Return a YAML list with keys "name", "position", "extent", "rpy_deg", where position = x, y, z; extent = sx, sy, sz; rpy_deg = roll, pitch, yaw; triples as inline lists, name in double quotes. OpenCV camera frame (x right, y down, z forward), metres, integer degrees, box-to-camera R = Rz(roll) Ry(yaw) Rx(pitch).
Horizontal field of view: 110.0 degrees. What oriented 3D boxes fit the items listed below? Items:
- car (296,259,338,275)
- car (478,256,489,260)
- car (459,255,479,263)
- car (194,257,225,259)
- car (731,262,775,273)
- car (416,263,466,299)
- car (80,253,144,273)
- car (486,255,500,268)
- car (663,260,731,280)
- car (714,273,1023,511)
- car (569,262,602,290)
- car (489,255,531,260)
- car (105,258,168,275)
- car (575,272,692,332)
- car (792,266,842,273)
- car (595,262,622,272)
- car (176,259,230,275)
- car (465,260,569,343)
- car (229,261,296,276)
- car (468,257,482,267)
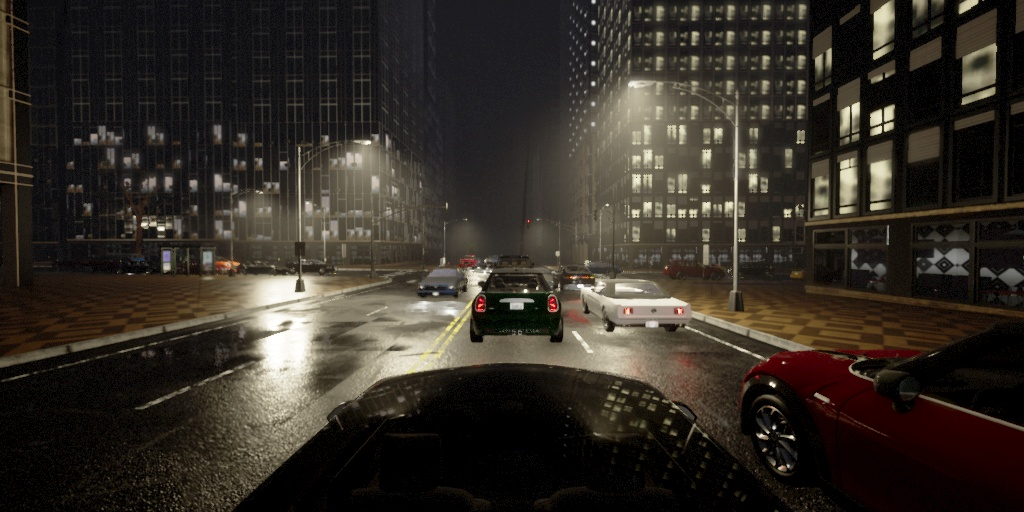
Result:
- name: "car"
  position: [-19.774, 1.070, 35.388]
  extent: [4.902, 1.511, 2.128]
  rpy_deg: [1, 1, 1]
- name: "car"
  position: [-3.291, 1.189, 52.402]
  extent: [2.128, 1.511, 4.902]
  rpy_deg: [0, 0, 0]
- name: "car"
  position: [-6.543, 0.916, 53.938]
  extent: [2.150, 2.045, 5.566]
  rpy_deg: [0, 0, 0]
- name: "car"
  position: [-29.392, 0.843, 35.593]
  extent: [4.553, 1.767, 2.097]
  rpy_deg: [1, 1, 1]
- name: "car"
  position: [24.868, 1.427, 37.794]
  extent: [4.892, 1.490, 1.837]
  rpy_deg: [0, 1, 1]
- name: "car"
  position: [-3.349, 1.283, 18.416]
  extent: [2.033, 1.411, 5.357]
  rpy_deg: [0, 0, 0]
- name: "car"
  position: [-39.386, 0.752, 35.812]
  extent: [4.553, 1.767, 2.097]
  rpy_deg: [1, 1, 1]
- name: "car"
  position: [-3.260, 0.903, 62.565]
  extent: [2.150, 2.045, 5.566]
  rpy_deg: [0, 0, 0]
- name: "car"
  position: [16.225, 1.257, 32.175]
  extent: [5.009, 1.841, 2.192]
  rpy_deg: [0, 0, 1]
- name: "car"
  position: [3.350, 1.102, 1.778]
  extent: [2.097, 1.767, 4.553]
  rpy_deg: [0, 0, 0]
- name: "car"
  position: [3.369, 1.239, 20.053]
  extent: [1.837, 1.490, 4.892]
  rpy_deg: [0, 0, 0]
- name: "car"
  position: [0.118, 0.957, 19.560]
  extent: [2.150, 2.045, 5.566]
  rpy_deg: [0, 0, 0]
- name: "car"
  position: [-34.064, 1.058, 33.062]
  extent: [4.313, 1.339, 1.948]
  rpy_deg: [0, 0, 1]
- name: "car"
  position: [3.360, 1.344, 10.795]
  extent: [1.895, 1.301, 4.718]
  rpy_deg: [0, 0, 0]
- name: "car"
  position: [27.673, 1.567, 31.966]
  extent: [4.829, 1.417, 1.751]
  rpy_deg: [0, 0, 1]
- name: "car"
  position: [8.818, 1.329, 38.085]
  extent: [5.357, 1.411, 2.033]
  rpy_deg: [1, 1, 1]
- name: "car"
  position: [-28.383, 1.127, 32.883]
  extent: [4.207, 1.307, 1.802]
  rpy_deg: [0, 0, 1]
- name: "car"
  position: [0.108, 1.096, 9.848]
  extent: [2.097, 1.767, 4.553]
  rpy_deg: [0, 0, 0]
- name: "car"
  position: [-22.699, 1.162, 32.744]
  extent: [4.313, 1.339, 1.948]
  rpy_deg: [0, 0, 1]
- name: "car"
  position: [-6.497, 1.032, 63.535]
  extent: [2.097, 1.767, 4.553]
  rpy_deg: [0, 0, 0]
